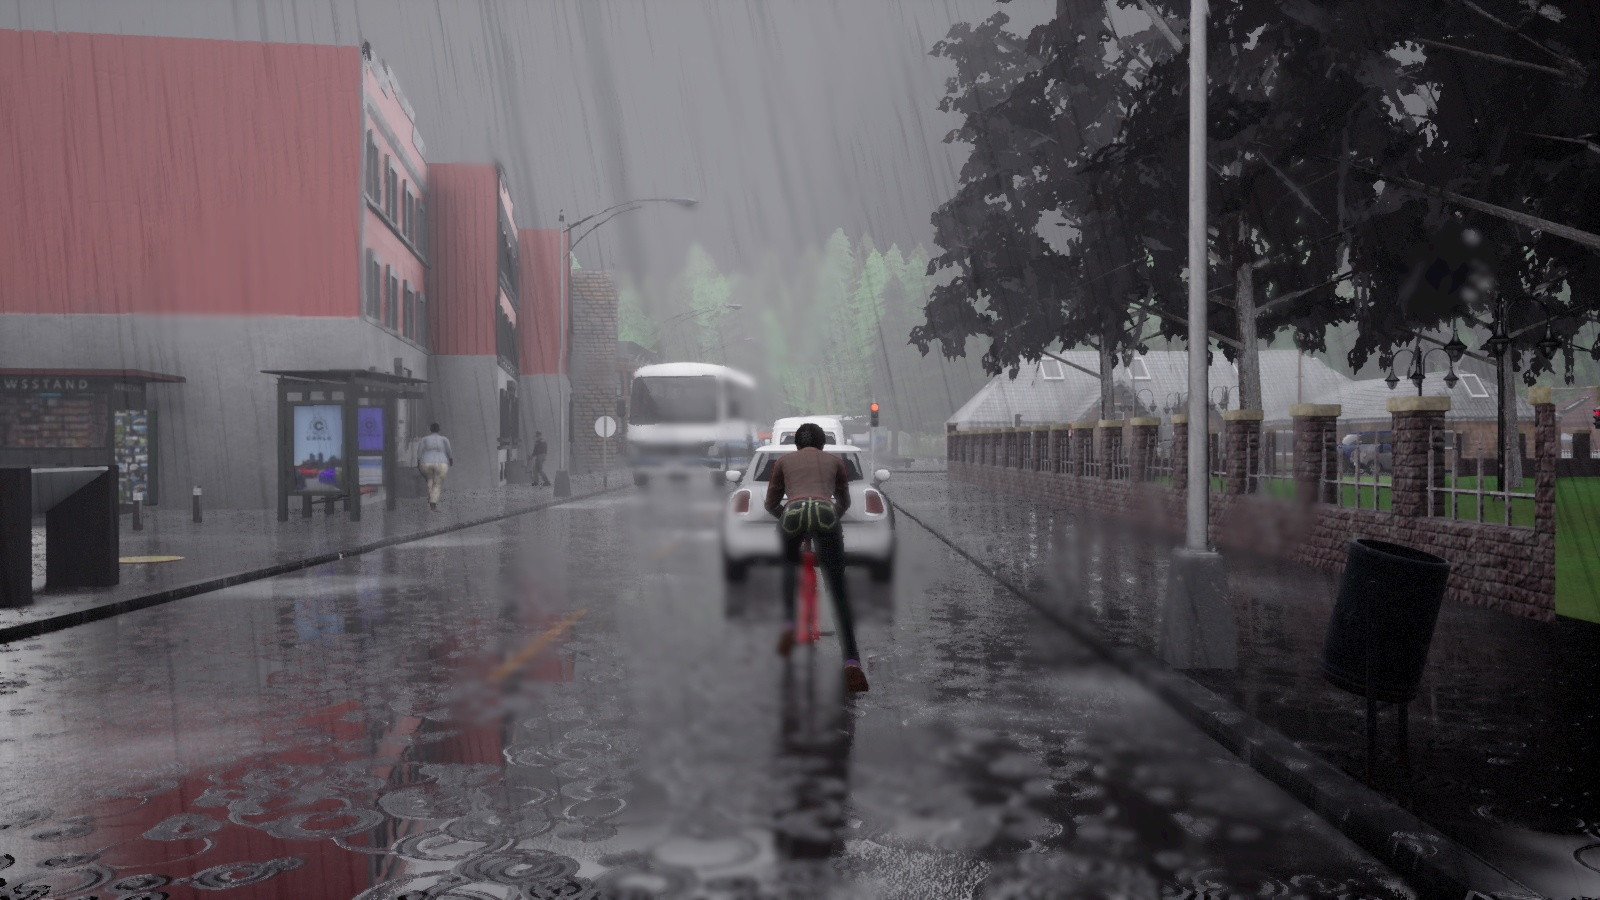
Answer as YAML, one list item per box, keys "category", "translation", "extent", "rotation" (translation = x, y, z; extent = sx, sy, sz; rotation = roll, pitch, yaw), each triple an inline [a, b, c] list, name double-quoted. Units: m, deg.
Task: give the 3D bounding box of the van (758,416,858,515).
- category: "van"
  translation: [0.184, 0.311, 28.196]
  extent: [2.069, 2.038, 4.480]
  rotation: [0, 0, 1]

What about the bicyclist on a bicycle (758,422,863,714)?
- category: "bicyclist on a bicycle"
  translation: [0.062, 0.655, 7.794]
  extent: [0.582, 1.620, 1.656]
  rotation: [0, 0, 0]

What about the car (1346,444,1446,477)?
- category: "car"
  translation: [26.893, 0.462, 56.757]
  extent: [3.633, 1.501, 1.845]
  rotation: [0, 0, -1]

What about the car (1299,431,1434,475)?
- category: "car"
  translation: [27.391, 0.142, 60.801]
  extent: [5.566, 2.045, 2.150]
  rotation: [0, 0, 0]

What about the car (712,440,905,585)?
- category: "car"
  translation: [0.104, 0.629, 14.715]
  extent: [1.970, 1.475, 3.806]
  rotation: [0, 0, 0]

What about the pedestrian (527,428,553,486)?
- category: "pedestrian"
  translation: [-8.339, 0.222, 40.333]
  extent: [0.720, 1.854, 0.376]
  rotation: [0, 0, 20]

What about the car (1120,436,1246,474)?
- category: "car"
  translation: [17.275, 0.218, 56.805]
  extent: [5.027, 1.651, 2.152]
  rotation: [0, 0, -1]

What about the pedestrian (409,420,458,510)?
- category: "pedestrian"
  translation: [-7.629, 0.302, 26.171]
  extent: [0.874, 1.855, 0.900]
  rotation: [0, 0, -8]

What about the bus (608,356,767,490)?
- category: "bus"
  translation: [-3.718, -0.887, 45.067]
  extent: [3.944, 4.253, 10.273]
  rotation: [0, 0, 5]
